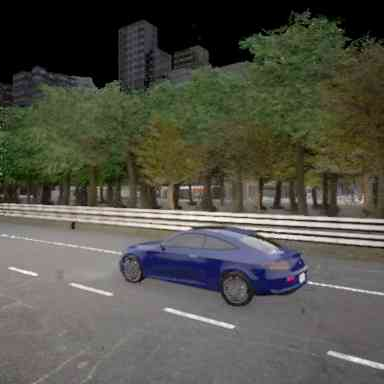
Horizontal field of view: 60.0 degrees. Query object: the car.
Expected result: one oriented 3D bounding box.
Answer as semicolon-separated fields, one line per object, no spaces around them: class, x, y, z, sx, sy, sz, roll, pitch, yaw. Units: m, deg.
car;0.309;1.535;7.945;4.674;1.442;1.812;0;0;36
